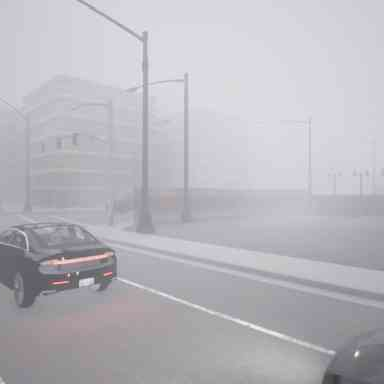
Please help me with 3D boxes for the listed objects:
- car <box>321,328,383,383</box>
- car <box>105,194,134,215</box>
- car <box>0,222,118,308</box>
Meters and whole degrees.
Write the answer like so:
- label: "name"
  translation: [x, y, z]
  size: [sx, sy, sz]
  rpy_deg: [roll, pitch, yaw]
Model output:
- label: "car"
  translation: [3.182, 1.505, 1.596]
  size: [4.892, 1.490, 1.837]
  rpy_deg: [0, 0, 38]
- label: "car"
  translation: [-6.288, 1.221, 35.015]
  size: [5.566, 2.045, 2.150]
  rpy_deg: [0, 0, -44]
- label: "car"
  translation: [-3.658, 1.492, 8.056]
  size: [2.128, 1.511, 4.902]
  rpy_deg: [0, 0, -43]
